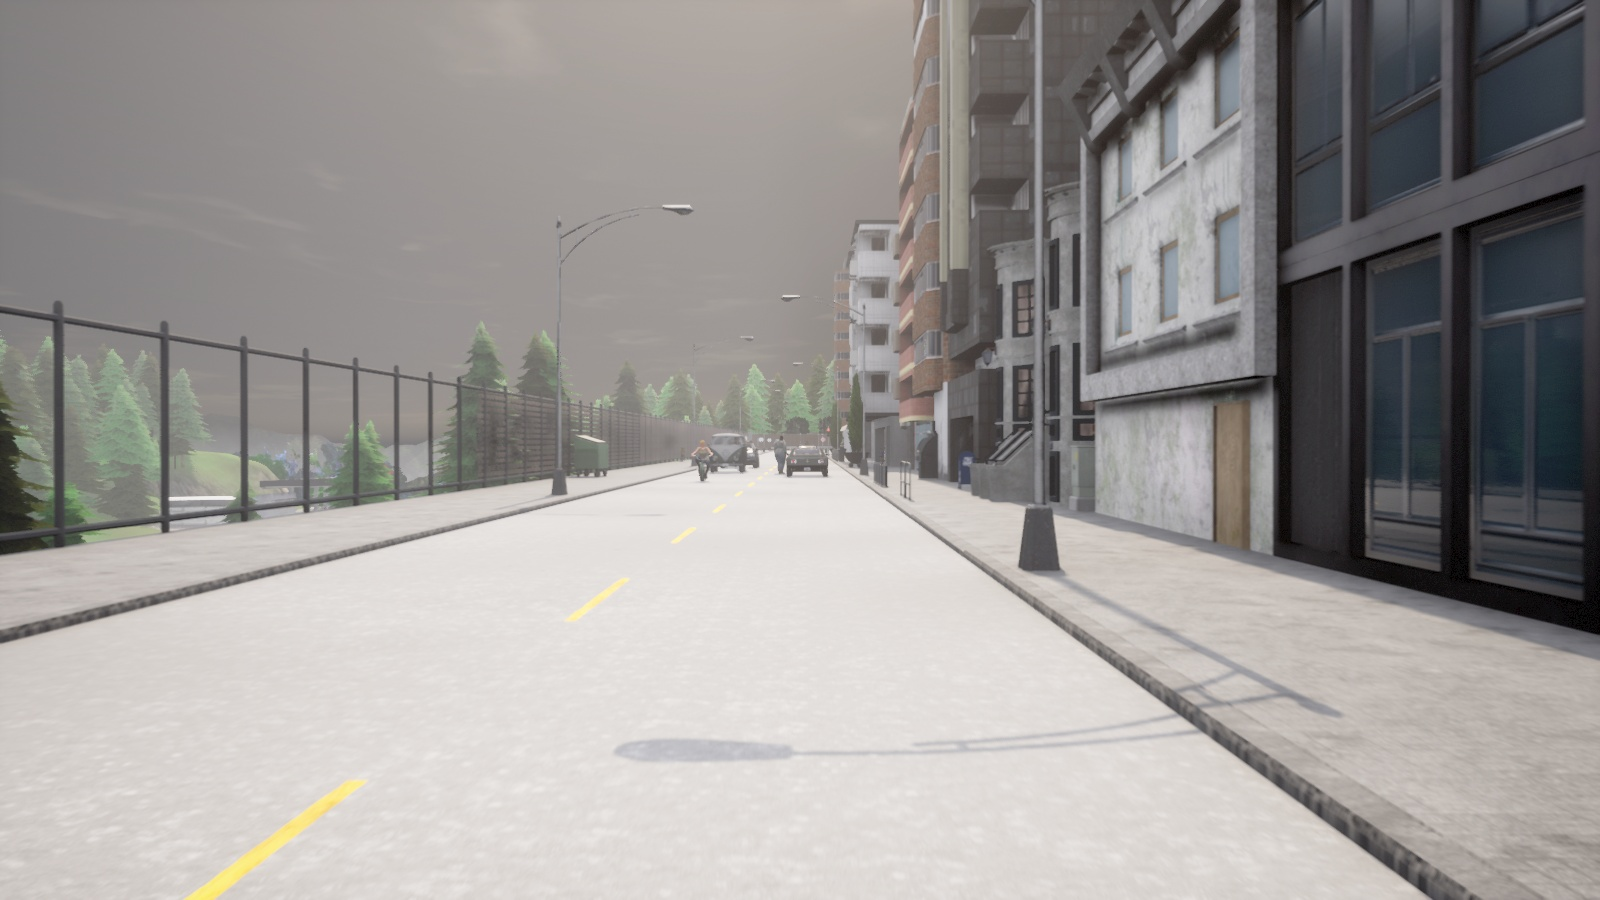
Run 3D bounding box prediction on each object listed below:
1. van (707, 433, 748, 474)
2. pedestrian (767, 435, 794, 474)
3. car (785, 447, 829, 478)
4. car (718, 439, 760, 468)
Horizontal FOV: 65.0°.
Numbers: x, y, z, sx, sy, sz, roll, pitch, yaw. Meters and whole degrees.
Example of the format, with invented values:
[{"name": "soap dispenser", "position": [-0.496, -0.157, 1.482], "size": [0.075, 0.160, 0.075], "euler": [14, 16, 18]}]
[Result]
[{"name": "van", "position": [-3.632, 0.139, 63.333], "size": [1.775, 1.987, 4.442], "euler": [0, 0, 0]}, {"name": "pedestrian", "position": [-0.918, 0.206, 59.640], "size": [0.874, 1.855, 0.900], "euler": [0, 0, 45]}, {"name": "car", "position": [0.329, 0.529, 56.532], "size": [1.895, 1.301, 4.718], "euler": [0, 0, 0]}, {"name": "car", "position": [-3.570, 0.167, 74.688], "size": [2.242, 1.667, 4.611], "euler": [0, 0, 0]}]
